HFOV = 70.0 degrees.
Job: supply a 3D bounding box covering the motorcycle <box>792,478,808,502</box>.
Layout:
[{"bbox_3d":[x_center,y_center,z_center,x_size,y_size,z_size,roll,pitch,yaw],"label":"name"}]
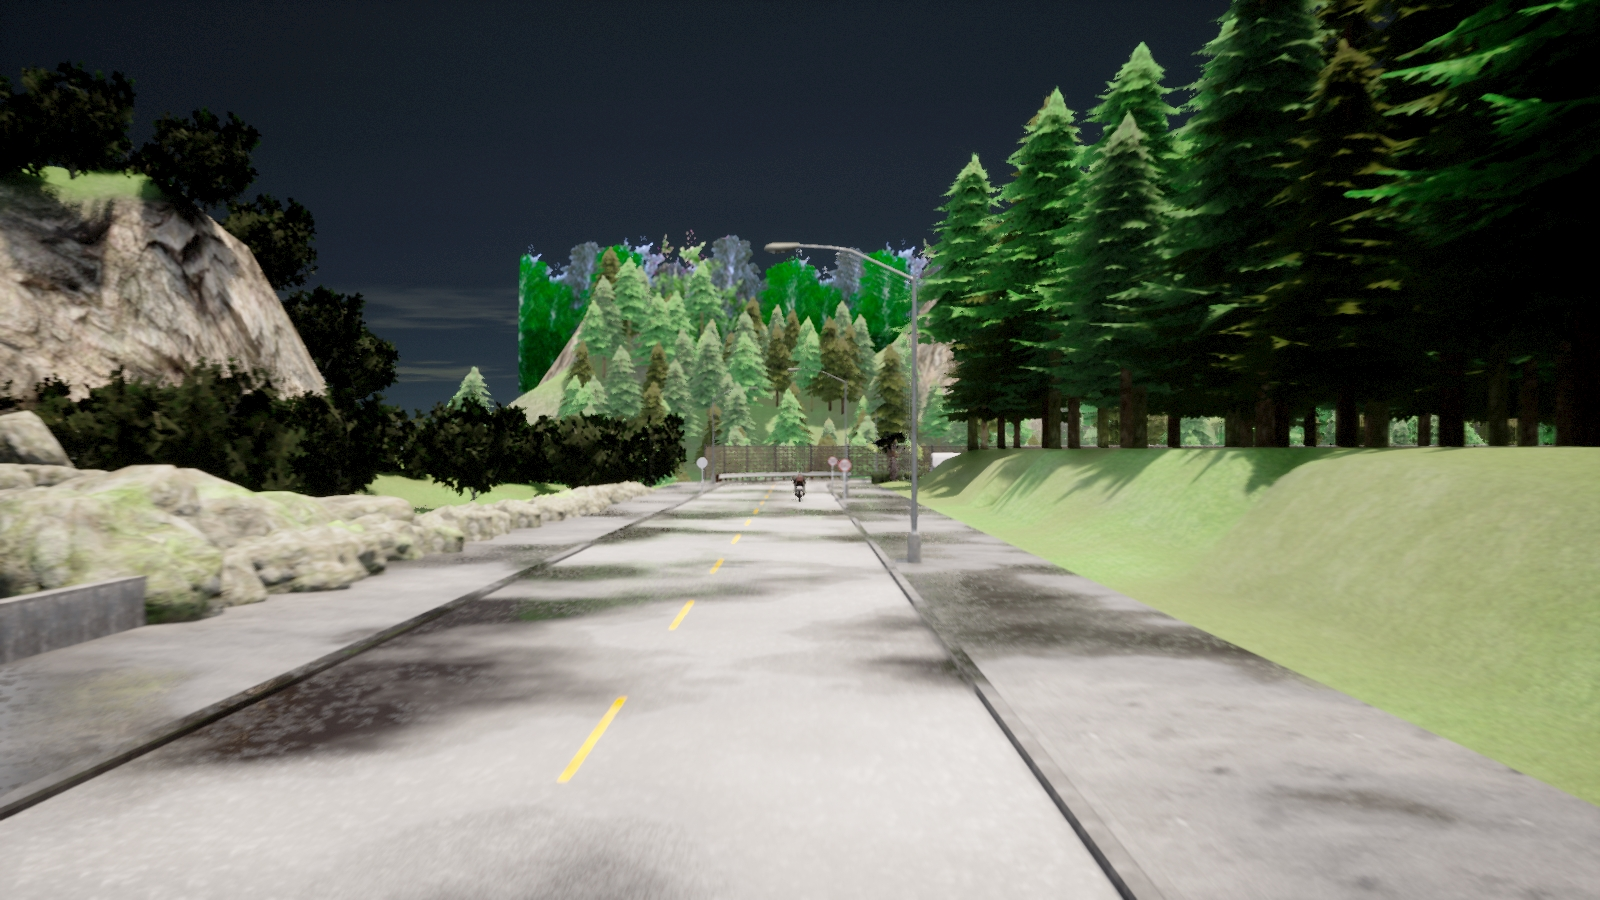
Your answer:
[{"bbox_3d":[-0.011,2.206,63.540,0.867,1.251,2.209,0,0,0],"label":"motorcycle"}]
